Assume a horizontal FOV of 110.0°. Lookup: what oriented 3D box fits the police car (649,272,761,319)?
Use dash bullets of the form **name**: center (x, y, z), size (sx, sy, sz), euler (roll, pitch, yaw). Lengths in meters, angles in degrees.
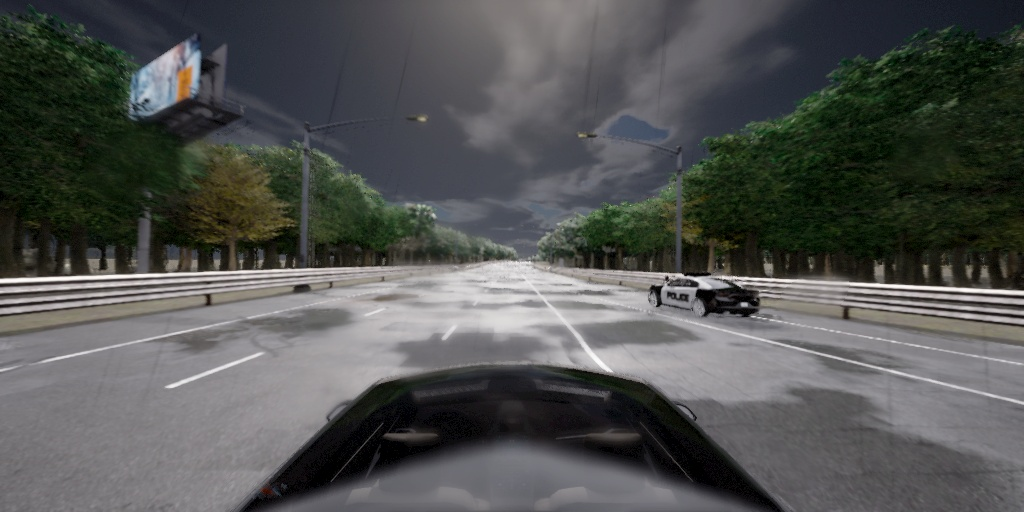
- **police car**: center (7.466, 1.492, 14.674), size (1.930, 1.638, 5.238), euler (1, -1, -9)
